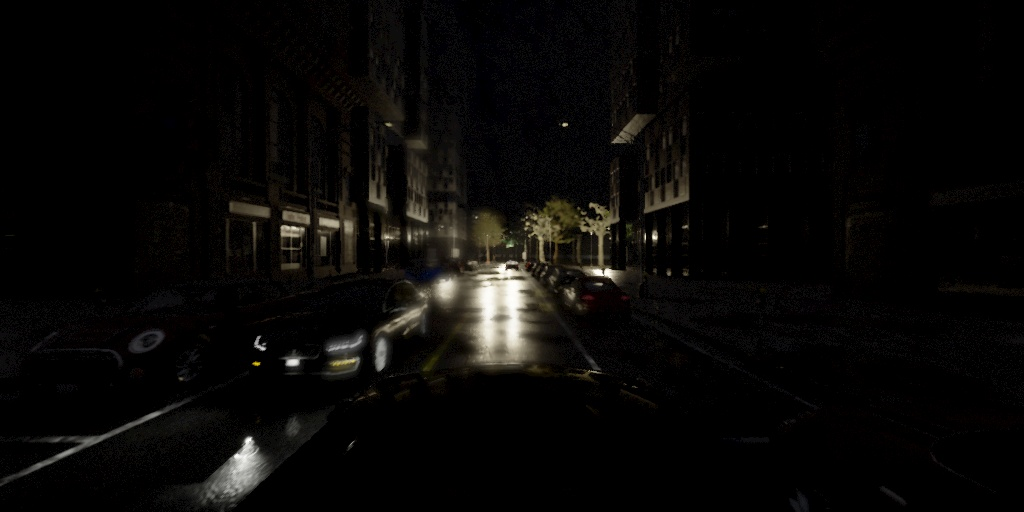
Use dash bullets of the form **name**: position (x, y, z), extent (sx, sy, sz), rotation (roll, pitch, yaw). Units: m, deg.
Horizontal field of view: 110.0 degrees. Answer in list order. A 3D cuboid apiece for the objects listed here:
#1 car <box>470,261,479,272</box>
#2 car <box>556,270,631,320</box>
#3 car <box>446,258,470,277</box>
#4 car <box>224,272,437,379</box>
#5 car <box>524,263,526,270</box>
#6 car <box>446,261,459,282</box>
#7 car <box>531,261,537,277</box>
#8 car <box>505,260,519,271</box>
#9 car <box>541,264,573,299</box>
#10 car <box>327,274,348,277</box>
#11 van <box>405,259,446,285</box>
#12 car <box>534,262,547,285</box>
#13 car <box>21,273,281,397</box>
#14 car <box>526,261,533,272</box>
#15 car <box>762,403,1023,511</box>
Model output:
- **car**: position (-5.765, 1.361, 46.315), extent (1.948, 1.339, 4.313), rotation (0, 0, 0)
- **car**: position (2.762, 1.331, 12.272), extent (1.802, 1.307, 4.207), rotation (0, 0, 0)
- **car**: position (-5.764, 1.081, 34.977), extent (2.192, 1.841, 5.009), rotation (0, 0, 0)
- **car**: position (-3.083, 1.254, 7.483), extent (1.837, 1.490, 4.892), rotation (0, 0, 0)
- **car**: position (2.760, 1.340, 46.285), extent (1.888, 1.381, 4.507), rotation (0, 0, 0)
- **car**: position (-5.764, 1.340, 29.309), extent (1.802, 1.307, 4.207), rotation (0, 0, 0)
- **car**: position (2.761, 1.339, 29.279), extent (1.802, 1.307, 4.207), rotation (0, 0, 0)
- **car**: position (-0.002, 1.415, 51.946), extent (1.895, 1.301, 4.718), rotation (0, 0, 0)
- **car**: position (2.762, 1.301, 17.942), extent (2.007, 1.370, 4.403), rotation (0, 0, 0)
- **car**: position (-5.763, 1.300, 12.302), extent (2.007, 1.370, 4.403), rotation (0, 0, 0)
- **van**: position (-5.764, 1.094, 23.641), extent (1.690, 1.789, 3.998), rotation (0, 0, 0)
- **car**: position (2.761, 1.303, 23.611), extent (2.007, 1.370, 4.403), rotation (0, 0, 0)
- **car**: position (-5.763, 1.189, 6.633), extent (1.967, 1.591, 4.097), rotation (0, 0, 0)
- **car**: position (2.761, 1.316, 34.947), extent (2.007, 1.370, 4.403), rotation (0, 0, 0)
- **car**: position (2.762, 1.190, 0.933), extent (1.967, 1.591, 4.097), rotation (0, 0, 0)
